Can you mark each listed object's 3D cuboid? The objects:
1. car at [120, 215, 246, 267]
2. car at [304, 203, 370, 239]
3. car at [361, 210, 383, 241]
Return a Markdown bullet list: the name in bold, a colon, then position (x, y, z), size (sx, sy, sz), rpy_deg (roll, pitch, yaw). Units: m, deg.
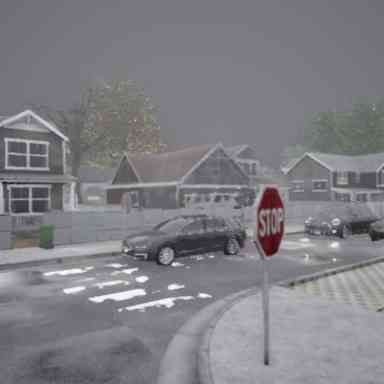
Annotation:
- **car**: position (-0.171, 1.614, 12.026), size (4.892, 1.490, 1.837), rpy_deg (0, -1, -37)
- **car**: position (8.191, 1.494, 18.187), size (4.553, 1.767, 2.097), rpy_deg (0, -1, -35)
- **car**: position (10.444, 1.679, 16.188), size (4.181, 1.385, 1.994), rpy_deg (0, -1, -35)
